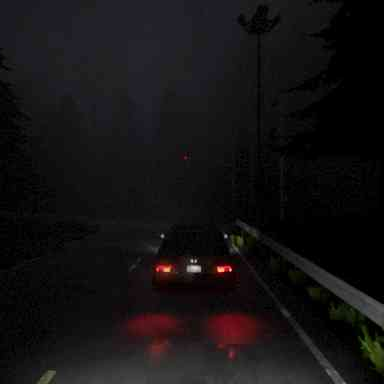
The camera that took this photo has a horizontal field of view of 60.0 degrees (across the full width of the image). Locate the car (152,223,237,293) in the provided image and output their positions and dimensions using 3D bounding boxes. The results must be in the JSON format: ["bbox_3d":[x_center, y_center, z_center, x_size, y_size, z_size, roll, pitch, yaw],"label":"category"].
[{"bbox_3d":[0.055,1.546,8.985,2.033,1.411,5.357,0,0,0],"label":"car"}]
